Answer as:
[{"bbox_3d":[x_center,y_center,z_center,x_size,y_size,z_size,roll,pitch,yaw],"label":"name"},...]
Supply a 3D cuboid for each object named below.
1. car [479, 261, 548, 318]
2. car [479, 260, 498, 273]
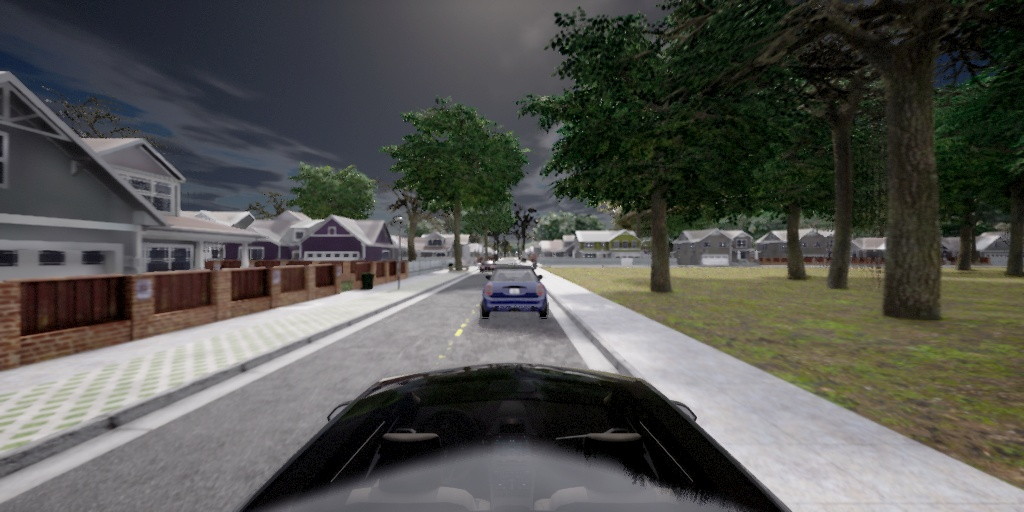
[{"bbox_3d":[0.083,1.087,13.020,2.097,1.767,4.553,0,0,0],"label":"car"},{"bbox_3d":[-2.829,1.260,43.260,1.994,1.385,4.181,0,0,0],"label":"car"}]
